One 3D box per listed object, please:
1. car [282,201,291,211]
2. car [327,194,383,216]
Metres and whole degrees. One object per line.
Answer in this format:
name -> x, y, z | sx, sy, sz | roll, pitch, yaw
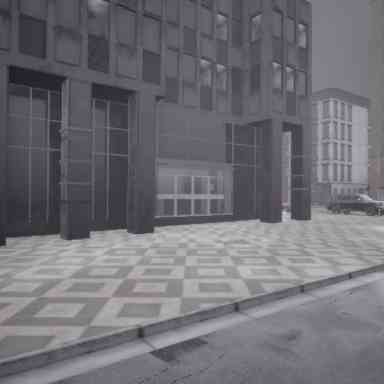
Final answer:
car -> 9.964, 1.498, 39.999 | 1.812, 1.442, 4.674 | 1, 0, -36
car -> 15.793, 1.190, 31.880 | 2.150, 2.045, 5.566 | 1, -1, -36
